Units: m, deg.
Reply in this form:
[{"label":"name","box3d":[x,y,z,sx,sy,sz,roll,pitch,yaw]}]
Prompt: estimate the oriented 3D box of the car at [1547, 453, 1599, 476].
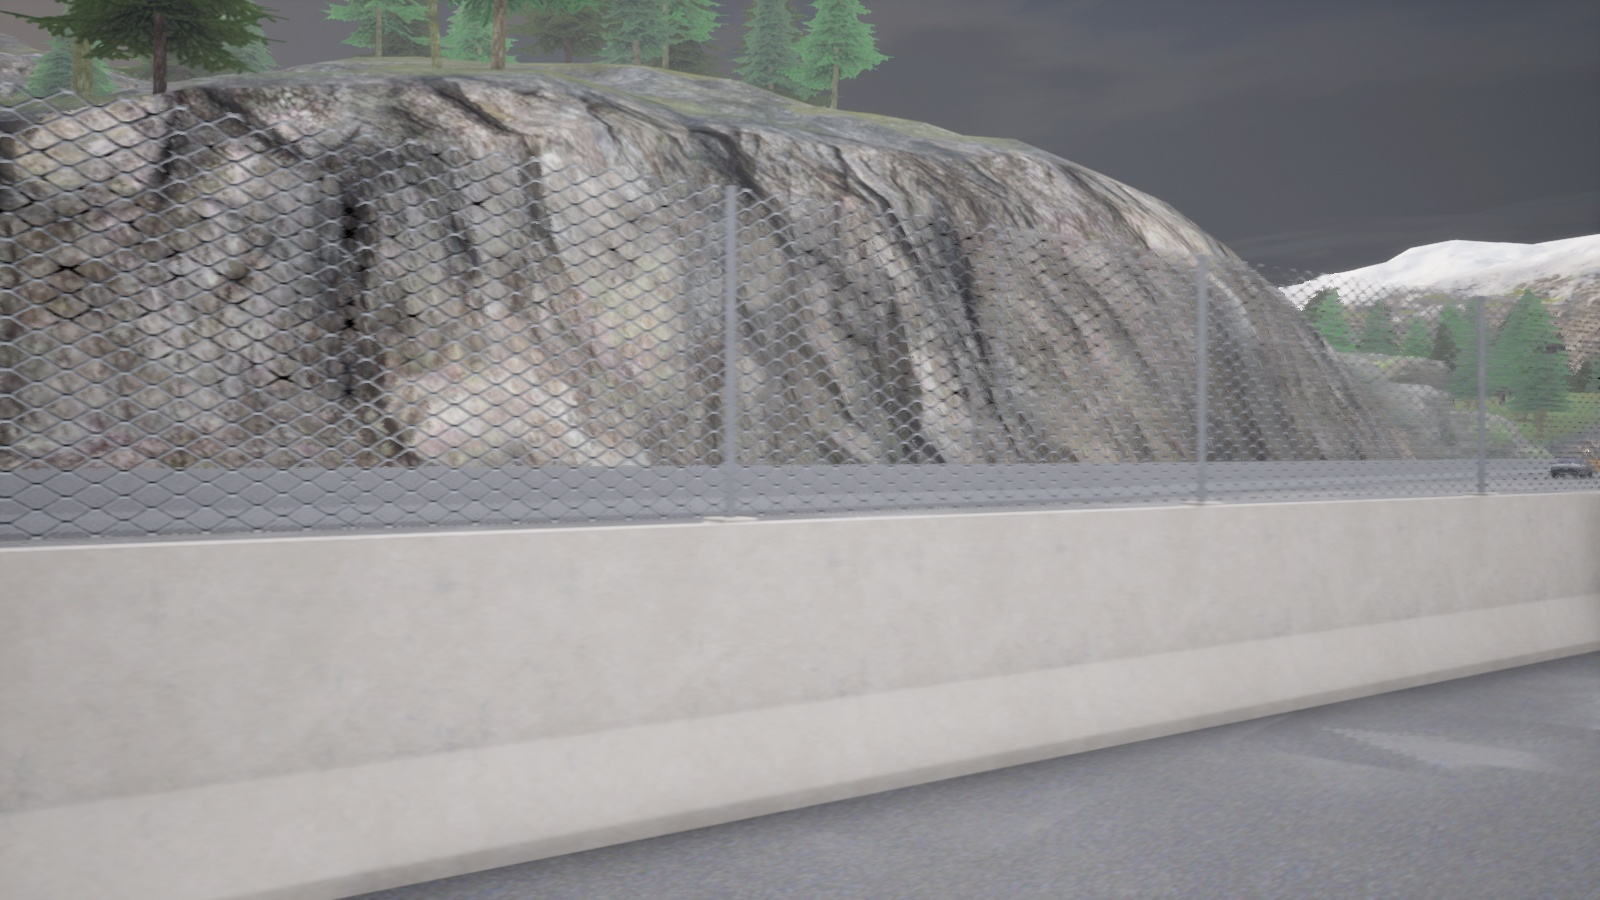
[{"label":"car","box3d":[49.165,0.895,79.785,2.033,1.411,5.357,0,0,40]}]
